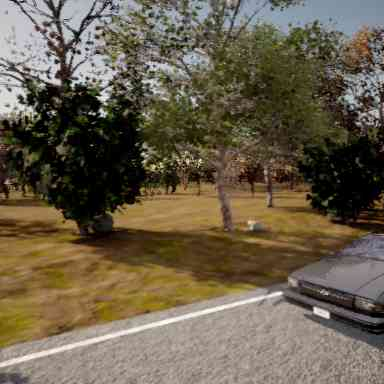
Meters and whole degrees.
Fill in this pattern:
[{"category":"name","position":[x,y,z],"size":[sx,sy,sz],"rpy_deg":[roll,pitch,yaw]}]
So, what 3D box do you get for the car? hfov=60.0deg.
[{"category":"car","position":[4.300,1.508,6.681],"size":[5.357,1.411,2.033],"rpy_deg":[0,1,-32]}]
